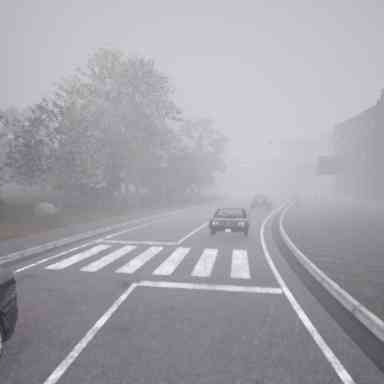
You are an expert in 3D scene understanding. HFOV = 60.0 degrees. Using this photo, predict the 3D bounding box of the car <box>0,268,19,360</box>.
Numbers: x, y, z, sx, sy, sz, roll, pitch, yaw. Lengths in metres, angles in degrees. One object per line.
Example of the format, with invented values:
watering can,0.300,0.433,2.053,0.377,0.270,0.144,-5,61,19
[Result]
car,-3.391,1.450,2.495,1.882,1.535,5.008,0,0,3

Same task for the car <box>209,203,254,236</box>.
car,2.137,1.483,17.703,1.895,1.301,4.718,1,1,11

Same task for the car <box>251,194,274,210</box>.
car,7.881,0.981,37.055,2.097,1.767,4.553,1,1,19
